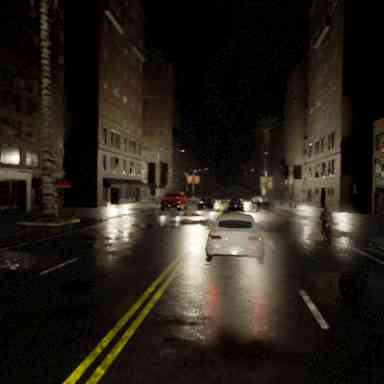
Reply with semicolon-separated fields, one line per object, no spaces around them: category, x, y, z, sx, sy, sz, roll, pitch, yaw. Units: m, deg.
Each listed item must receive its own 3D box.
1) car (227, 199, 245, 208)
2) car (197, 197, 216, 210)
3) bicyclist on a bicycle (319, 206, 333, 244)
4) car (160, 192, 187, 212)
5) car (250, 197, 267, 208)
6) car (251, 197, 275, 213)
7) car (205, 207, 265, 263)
car;4.765;1.471;36.133;2.033;1.411;5.357;1;0;8
car;1.730;1.363;39.369;1.837;1.490;4.892;1;0;8
bicyclist on a bicycle;6.030;1.482;14.968;0.582;1.620;1.656;1;0;8
car;-1.942;1.021;36.395;2.150;2.045;5.566;1;0;8
car;9.521;1.463;47.992;2.128;1.511;4.902;1;0;8
car;8.226;1.474;37.677;2.128;1.511;4.902;1;0;8
car;1.530;1.487;11.816;1.812;1.442;4.674;1;0;8
